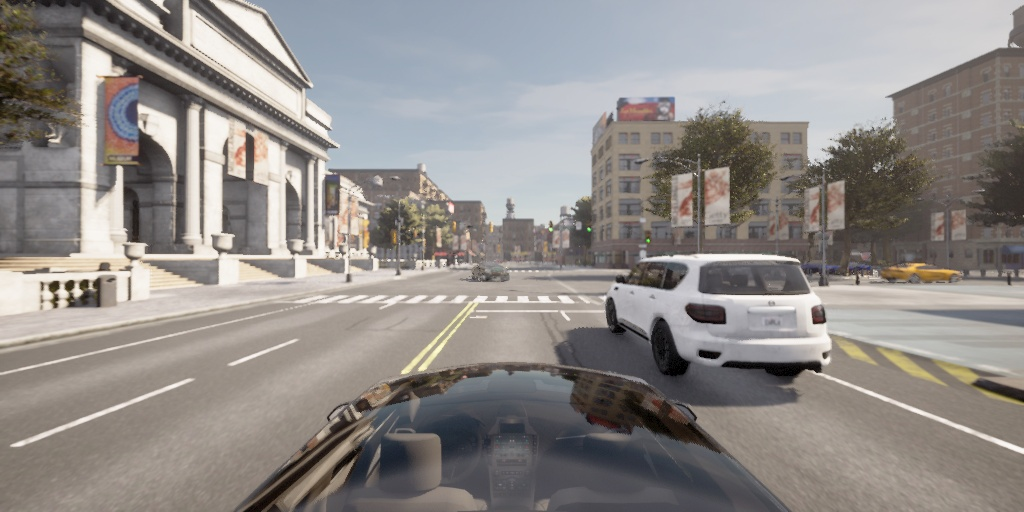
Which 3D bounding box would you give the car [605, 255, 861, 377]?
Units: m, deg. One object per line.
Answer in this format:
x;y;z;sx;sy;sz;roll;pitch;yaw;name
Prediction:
3.623;1.000;7.615;2.150;2.045;5.566;0;0;1;car

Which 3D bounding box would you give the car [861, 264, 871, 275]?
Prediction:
37.183;1.417;40.137;5.008;1.535;1.882;0;0;0;car

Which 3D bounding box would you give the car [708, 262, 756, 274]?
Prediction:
26.742;1.480;43.694;4.674;1.442;1.812;0;0;0;car

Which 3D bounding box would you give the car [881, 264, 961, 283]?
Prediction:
32.632;1.366;28.670;5.008;1.535;1.882;0;0;0;car

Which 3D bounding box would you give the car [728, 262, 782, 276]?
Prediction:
27.165;1.443;40.190;4.892;1.490;1.837;0;0;0;car

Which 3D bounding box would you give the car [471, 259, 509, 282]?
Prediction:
-1.949;1.193;30.444;2.097;1.767;4.553;1;-1;-23;car

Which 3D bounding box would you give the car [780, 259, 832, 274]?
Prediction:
35.756;1.308;43.658;4.553;1.767;2.097;0;0;0;car
